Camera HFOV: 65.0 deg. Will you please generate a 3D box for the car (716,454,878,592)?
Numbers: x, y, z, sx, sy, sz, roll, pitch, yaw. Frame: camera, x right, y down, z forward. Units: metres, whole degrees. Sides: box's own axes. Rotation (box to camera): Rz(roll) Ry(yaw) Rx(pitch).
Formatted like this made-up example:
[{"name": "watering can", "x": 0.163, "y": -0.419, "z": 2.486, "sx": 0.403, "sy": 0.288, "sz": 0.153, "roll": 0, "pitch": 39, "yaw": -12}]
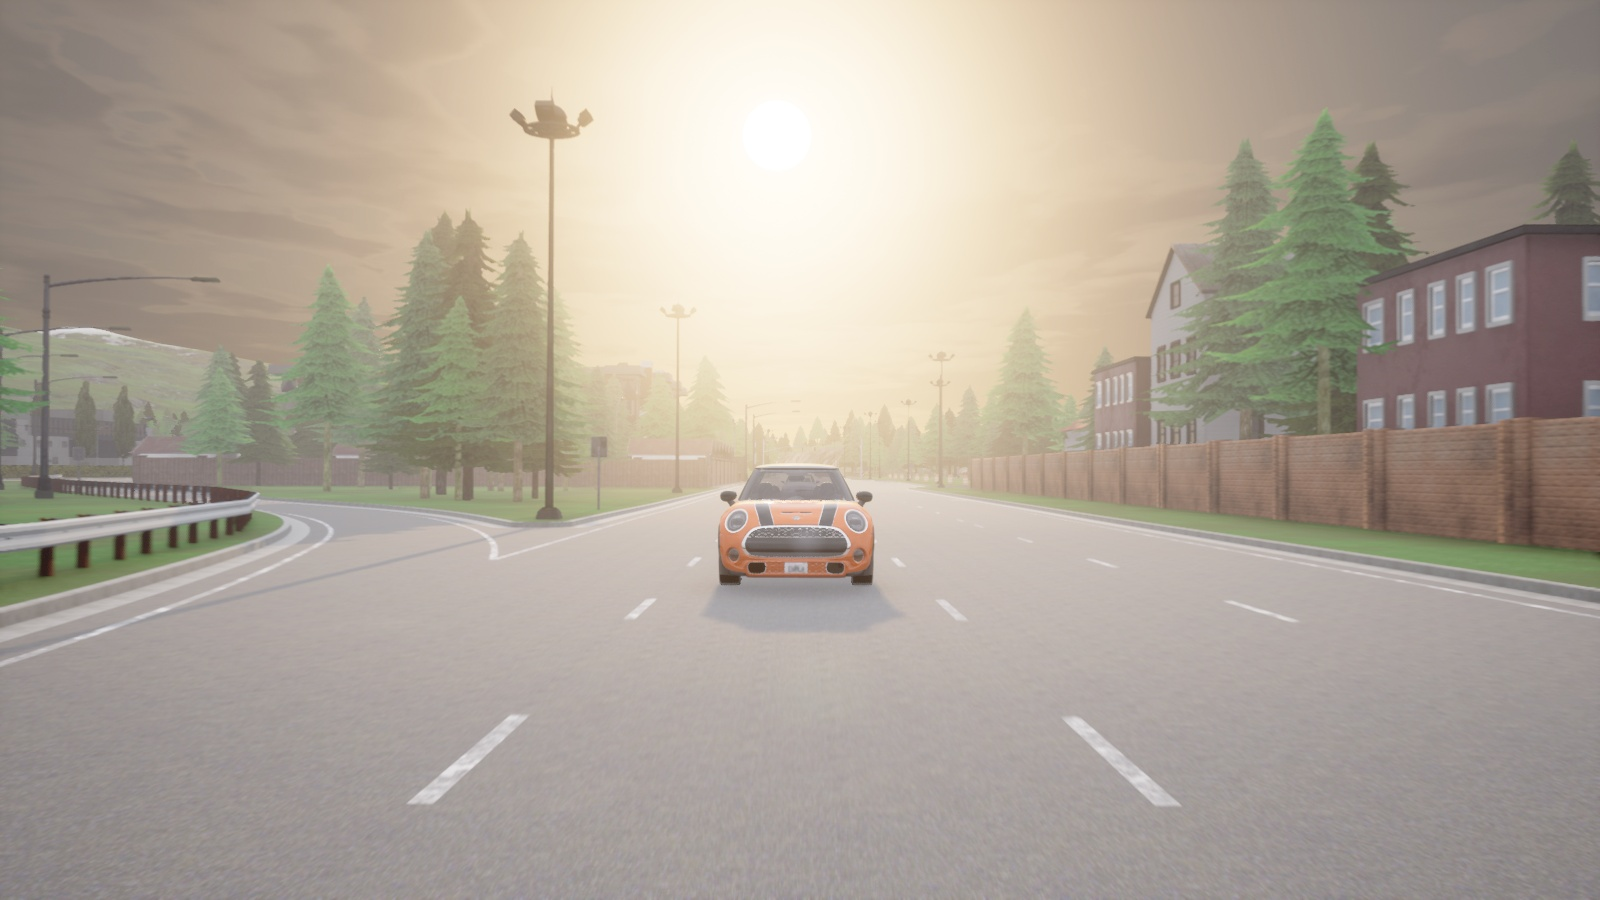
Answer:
[{"name": "car", "x": -0.046, "y": 0.982, "z": 18.519, "sx": 2.097, "sy": 1.767, "sz": 4.553, "roll": 0, "pitch": -1, "yaw": 0}]
